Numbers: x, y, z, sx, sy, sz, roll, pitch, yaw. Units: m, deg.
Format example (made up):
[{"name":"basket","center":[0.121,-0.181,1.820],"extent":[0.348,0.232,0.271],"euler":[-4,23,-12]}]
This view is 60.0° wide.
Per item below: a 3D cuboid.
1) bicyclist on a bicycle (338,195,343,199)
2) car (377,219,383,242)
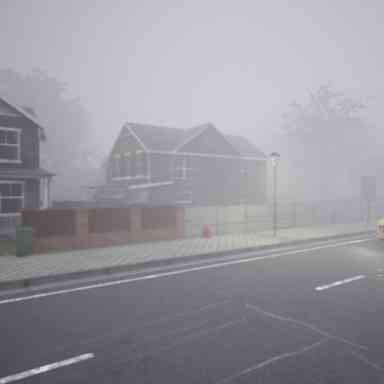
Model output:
[{"name":"bicyclist on a bicycle","center":[19.495,1.186,43.733],"extent":[1.656,1.620,0.582],"euler":[-1,0,-35]},{"name":"car","center":[10.261,1.414,14.969],"extent":[5.008,1.535,1.882],"euler":[0,0,-35]}]
